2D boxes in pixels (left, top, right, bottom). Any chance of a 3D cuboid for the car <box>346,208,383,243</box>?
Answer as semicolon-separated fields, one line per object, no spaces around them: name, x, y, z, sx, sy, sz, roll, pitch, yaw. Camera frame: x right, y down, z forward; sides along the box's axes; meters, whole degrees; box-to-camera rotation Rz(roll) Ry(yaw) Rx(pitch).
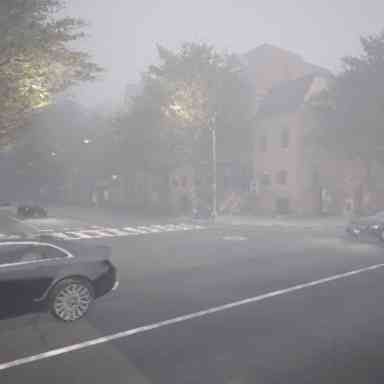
car;9.553;1.488;15.834;4.674;1.442;1.812;0;1;-22

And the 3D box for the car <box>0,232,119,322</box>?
car;-3.714;1.491;5.642;4.902;1.511;2.128;0;0;-36

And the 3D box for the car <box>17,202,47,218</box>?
car;-14.742;1.590;30.587;1.895;1.301;4.718;0;0;-35

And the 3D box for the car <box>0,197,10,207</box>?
car;-29.428;1.482;51.489;2.128;1.511;4.902;0;0;-35
